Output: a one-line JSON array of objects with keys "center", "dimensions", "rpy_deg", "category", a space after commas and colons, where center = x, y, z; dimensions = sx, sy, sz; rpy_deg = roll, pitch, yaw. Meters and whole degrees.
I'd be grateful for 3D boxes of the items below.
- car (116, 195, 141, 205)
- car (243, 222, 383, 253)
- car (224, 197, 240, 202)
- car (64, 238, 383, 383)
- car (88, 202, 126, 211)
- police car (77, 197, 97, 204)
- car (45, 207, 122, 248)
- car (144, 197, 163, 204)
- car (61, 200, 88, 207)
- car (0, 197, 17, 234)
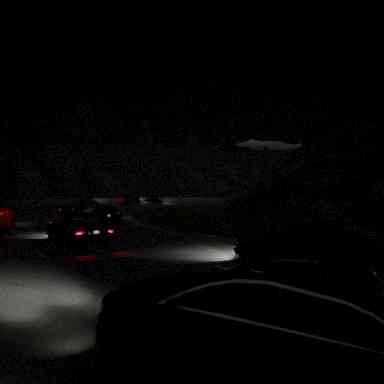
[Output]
[{"center": [-12.855, 1.599, 67.683], "dimensions": [2.150, 2.045, 5.566], "rpy_deg": [0, 0, 32], "category": "car"}, {"center": [3.915, 1.619, 10.079], "dimensions": [5.357, 1.411, 2.033], "rpy_deg": [0, 0, 41], "category": "car"}, {"center": [10.491, 1.912, 86.704], "dimensions": [4.181, 1.385, 1.994], "rpy_deg": [0, 0, -20], "category": "car"}, {"center": [0.919, 1.518, 3.718], "dimensions": [4.902, 1.511, 2.128], "rpy_deg": [0, 0, 38], "category": "car"}, {"center": [-6.736, 1.705, 25.980], "dimensions": [1.994, 1.385, 4.181], "rpy_deg": [0, 0, -21], "category": "car"}, {"center": [-18.120, 1.722, 56.703], "dimensions": [1.930, 1.638, 5.238], "rpy_deg": [0, 0, 19], "category": "police car"}, {"center": [-5.151, 1.627, 15.015], "dimensions": [2.033, 1.411, 5.357], "rpy_deg": [0, 0, -35], "category": "car"}, {"center": [-8.522, 1.926, 73.596], "dimensions": [1.837, 1.490, 4.892], "rpy_deg": [0, 0, 40], "category": "car"}, {"center": [-12.350, 1.778, 34.240], "dimensions": [1.895, 1.301, 4.718], "rpy_deg": [0, 0, -7], "category": "car"}, {"center": [-11.701, 1.312, 19.522], "dimensions": [2.150, 2.045, 5.566], "rpy_deg": [0, 0, -26], "category": "car"}]
